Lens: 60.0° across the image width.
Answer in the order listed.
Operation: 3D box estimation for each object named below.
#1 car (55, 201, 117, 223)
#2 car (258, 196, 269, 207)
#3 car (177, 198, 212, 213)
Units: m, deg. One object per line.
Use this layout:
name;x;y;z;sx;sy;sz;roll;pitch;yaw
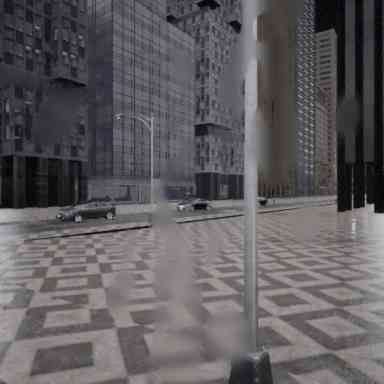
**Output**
car;-7.999;1.480;25.501;1.837;1.490;4.892;0;0;36
car;9.758;1.415;49.669;1.882;1.535;5.008;0;0;36
car;0.305;1.448;36.866;2.128;1.511;4.902;0;0;36
